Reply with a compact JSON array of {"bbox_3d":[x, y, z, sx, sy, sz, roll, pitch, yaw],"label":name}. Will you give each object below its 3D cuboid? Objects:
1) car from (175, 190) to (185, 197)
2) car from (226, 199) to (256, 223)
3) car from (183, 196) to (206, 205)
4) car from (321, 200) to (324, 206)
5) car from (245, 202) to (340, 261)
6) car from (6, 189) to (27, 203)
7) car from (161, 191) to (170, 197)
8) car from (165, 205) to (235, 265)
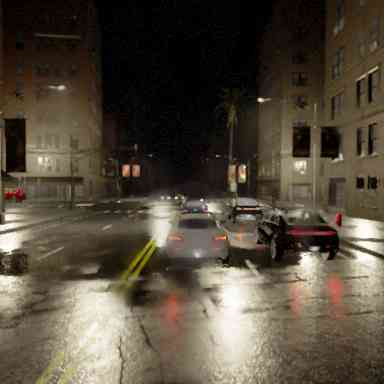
[{"bbox_3d":[-2.820,0.225,77.176,2.097,1.767,4.553,0,1,0],"label":"car"},{"bbox_3d":[3.374,1.169,21.972,2.128,1.511,4.902,0,1,0],"label":"car"},{"bbox_3d":[0.227,1.215,22.657,2.033,1.411,5.357,0,1,0],"label":"car"},{"bbox_3d":[16.417,1.236,36.380,4.313,1.339,1.947,0,1,1],"label":"car"},{"bbox_3d":[3.393,1.320,11.577,2.128,1.511,4.902,0,1,1],"label":"car"},{"bbox_3d":[-23.652,0.477,42.089,5.009,1.841,2.192,0,1,-8],"label":"car"},{"bbox_3d":[-6.070,0.466,77.137,1.895,1.301,4.718,0,1,0],"label":"car"},{"bbox_3d":[0.163,1.364,10.922,1.812,1.442,4.674,0,1,0],"label":"car"}]
